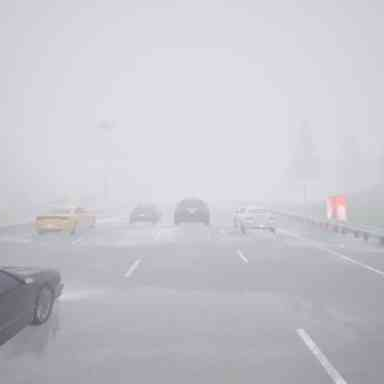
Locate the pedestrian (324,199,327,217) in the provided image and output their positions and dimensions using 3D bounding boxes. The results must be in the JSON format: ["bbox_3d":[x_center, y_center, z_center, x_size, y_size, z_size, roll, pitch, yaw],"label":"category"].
[{"bbox_3d":[8.309,0.980,20.484,0.500,1.100,0.500,0,0,0],"label":"pedestrian"}]

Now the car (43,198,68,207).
[{"bbox_3d":[-21.046,1.587,51.524,1.895,1.301,4.718,0,0,1],"label":"car"}]

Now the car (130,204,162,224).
[{"bbox_3d":[-3.393,1.558,24.907,1.994,1.385,4.181,0,0,0],"label":"car"}]

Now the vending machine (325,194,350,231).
[{"bbox_3d":[8.505,1.190,19.463,1.100,2.100,0.880,0,0,0],"label":"vending machine"}]

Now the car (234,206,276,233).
[{"bbox_3d":[3.606,1.521,19.535,1.812,1.442,4.674,0,0,0],"label":"car"}]

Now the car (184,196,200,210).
[{"bbox_3d":[0.011,1.305,40.616,1.837,1.490,4.892,0,0,0],"label":"car"}]

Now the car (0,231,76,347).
[{"bbox_3d":[-3.398,1.546,4.012,2.033,1.411,5.357,0,0,0],"label":"car"}]

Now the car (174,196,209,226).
[{"bbox_3d":[0.004,1.165,21.633,2.097,1.767,4.553,0,0,0],"label":"car"}]

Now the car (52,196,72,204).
[{"bbox_3d":[-24.489,1.462,62.766,1.882,1.535,5.008,0,0,0],"label":"car"}]

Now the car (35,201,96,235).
[{"bbox_3d":[-6.893,1.473,18.643,1.882,1.535,5.008,0,0,0],"label":"car"}]
